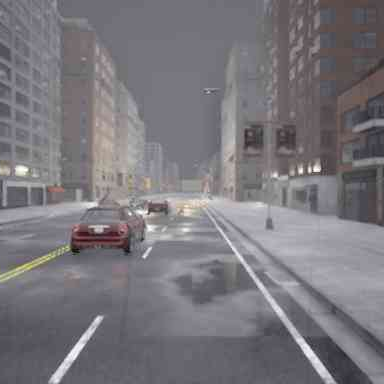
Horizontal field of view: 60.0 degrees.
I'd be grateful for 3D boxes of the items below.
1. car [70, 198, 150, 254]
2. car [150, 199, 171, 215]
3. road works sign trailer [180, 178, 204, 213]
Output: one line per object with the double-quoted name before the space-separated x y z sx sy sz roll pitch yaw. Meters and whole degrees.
"car" -3.152 1.307 13.378 2.097 1.767 4.553 0 0 0
"car" -3.145 1.370 32.470 1.882 1.535 5.008 0 0 0
"road works sign trailer" -0.008 0.348 35.316 2.380 3.560 2.880 0 0 0
